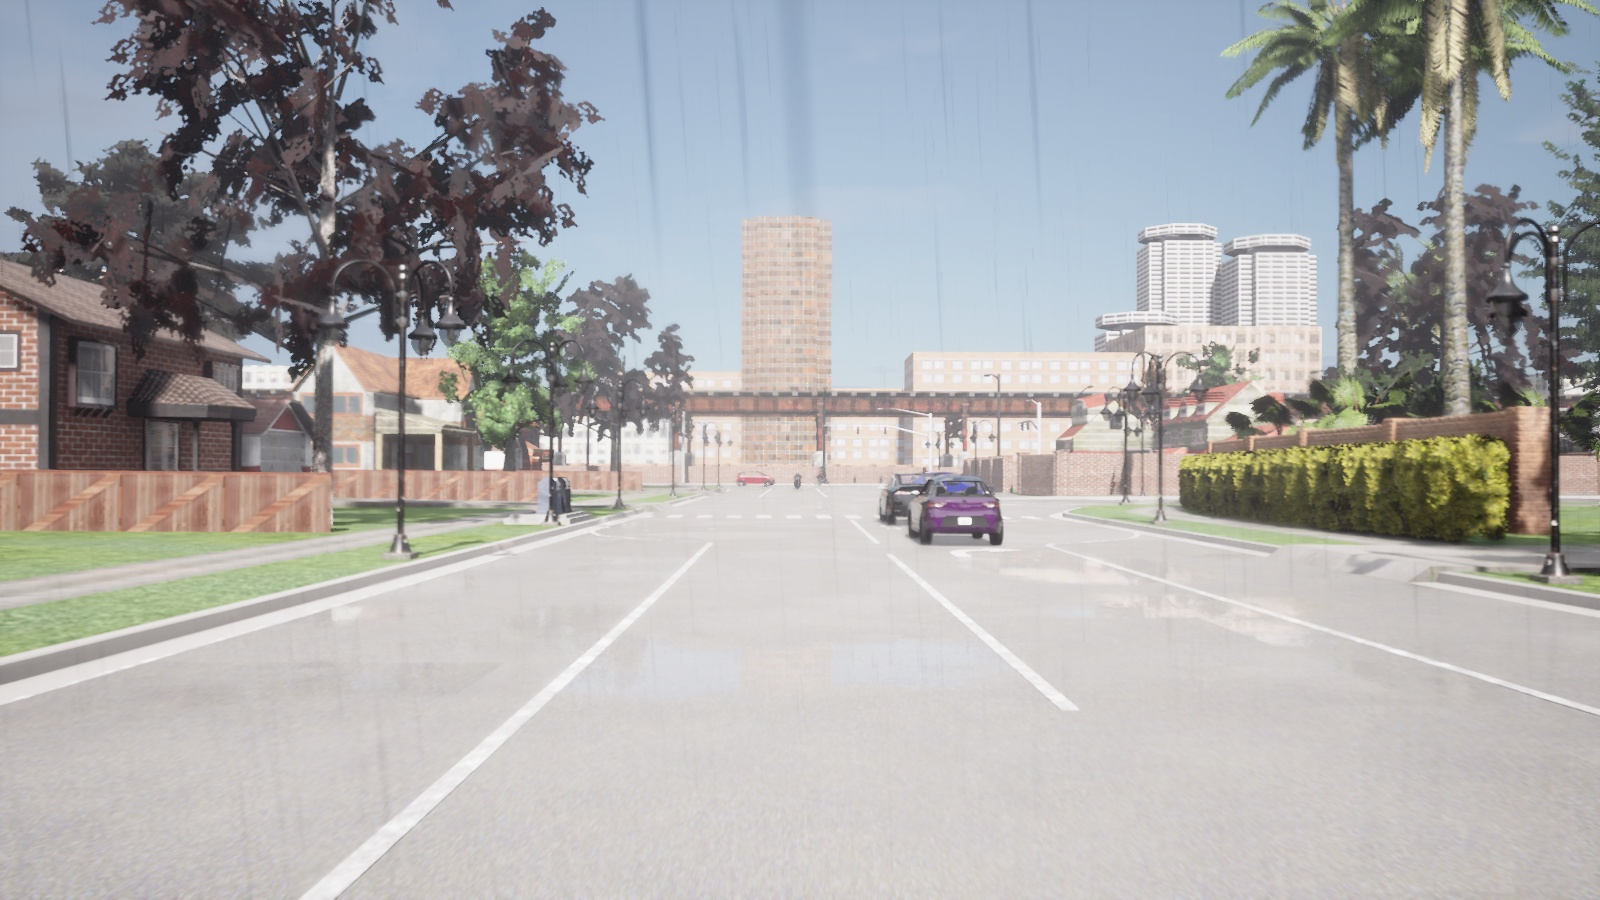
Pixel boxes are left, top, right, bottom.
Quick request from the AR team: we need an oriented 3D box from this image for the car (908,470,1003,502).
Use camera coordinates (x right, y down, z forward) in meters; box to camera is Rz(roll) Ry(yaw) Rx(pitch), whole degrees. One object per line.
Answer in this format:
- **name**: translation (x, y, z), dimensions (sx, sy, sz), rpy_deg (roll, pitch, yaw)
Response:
- **car**: translation (7.498, 1.746, 60.694), dimensions (4.193, 1.474, 1.816), rpy_deg (-1, -1, 40)

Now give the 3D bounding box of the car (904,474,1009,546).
- **car**: translation (3.430, 1.287, 28.192), dimensions (1.816, 1.474, 4.193), rpy_deg (0, -1, 0)

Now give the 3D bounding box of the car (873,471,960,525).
- **car**: translation (3.407, 1.386, 37.580), dimensions (2.128, 1.511, 4.902), rpy_deg (0, -1, 0)
